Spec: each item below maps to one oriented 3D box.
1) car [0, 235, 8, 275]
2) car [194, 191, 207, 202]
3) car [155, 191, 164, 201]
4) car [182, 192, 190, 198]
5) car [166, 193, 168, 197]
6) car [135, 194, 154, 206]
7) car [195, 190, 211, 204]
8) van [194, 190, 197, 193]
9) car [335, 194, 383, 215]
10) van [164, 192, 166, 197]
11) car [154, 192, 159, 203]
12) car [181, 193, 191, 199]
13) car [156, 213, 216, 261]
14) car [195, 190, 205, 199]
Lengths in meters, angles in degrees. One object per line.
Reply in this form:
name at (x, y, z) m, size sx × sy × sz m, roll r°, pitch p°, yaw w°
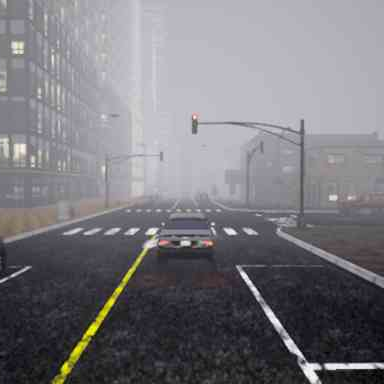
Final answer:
car at (-5.823, 1.378, 7.068) m, size 1.967 × 1.590 × 4.097 m, roll -1°, pitch 1°, yaw -1°
car at (1.585, 0.759, 62.029) m, size 2.192 × 1.841 × 5.009 m, roll -1°, pitch 1°, yaw -1°
car at (-6.757, 1.015, 61.939) m, size 1.947 × 1.339 × 4.313 m, roll -1°, pitch 1°, yaw -1°
car at (-1.443, 0.785, 82.065) m, size 1.895 × 1.301 × 4.718 m, roll 0°, pitch 1°, yaw -1°
car at (-7.253, 0.727, 89.984) m, size 1.752 × 1.417 × 4.829 m, roll -1°, pitch 1°, yaw -1°
car at (-6.626, 1.126, 44.837) m, size 1.752 × 1.417 × 4.829 m, roll -1°, pitch 1°, yaw -1°
car at (1.787, 0.984, 50.744) m, size 1.967 × 1.590 × 4.097 m, roll -1°, pitch 1°, yaw -1°
van at (1.686, 0.835, 56.387) m, size 1.690 × 1.788 × 3.998 m, roll -1°, pitch 1°, yaw -1°
car at (15.992, 1.137, 30.704) m, size 5.009 × 1.841 × 2.192 m, roll 1°, pitch 1°, yaw 0°
van at (-6.860, 0.740, 67.580) m, size 1.690 × 1.788 × 3.998 m, roll -1°, pitch 1°, yaw -1°
car at (-6.558, 1.115, 50.652) m, size 1.947 × 1.339 × 4.313 m, roll -1°, pitch 1°, yaw -1°
car at (-1.281, 0.874, 72.873) m, size 2.128 × 1.511 × 4.902 m, roll 0°, pitch 1°, yaw -1°
car at (-0.142, 1.441, 11.692) m, size 2.033 × 1.411 × 5.357 m, roll 0°, pitch 1°, yaw 1°
car at (1.758, 0.542, 76.683) m, size 2.150 × 2.045 × 5.566 m, roll 0°, pitch 0°, yaw -1°
